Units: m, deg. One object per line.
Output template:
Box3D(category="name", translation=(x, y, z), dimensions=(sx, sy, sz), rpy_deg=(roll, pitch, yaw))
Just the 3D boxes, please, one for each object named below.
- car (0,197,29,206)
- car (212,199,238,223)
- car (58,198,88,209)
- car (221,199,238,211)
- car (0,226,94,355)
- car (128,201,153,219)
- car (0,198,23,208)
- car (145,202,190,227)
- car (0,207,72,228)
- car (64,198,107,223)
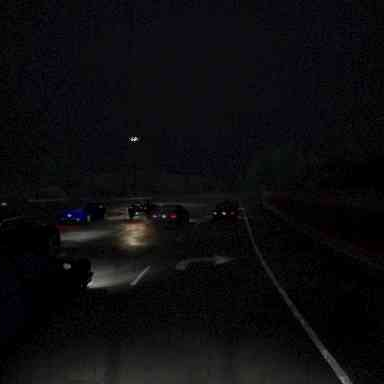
Box3D(category="car", translation=(-20.704, 1.316, 37.834), dimensions=(2.097, 1.767, 4.553), rpy_deg=(0, 0, 8))
Box3D(category="car", translation=(2.573, 1.558, 25.885), dimensions=(2.033, 1.411, 5.357), rpy_deg=(0, 0, 8))
Box3D(category="car", translation=(-16.099, 1.541, 45.222), dimensions=(1.994, 1.385, 4.181), rpy_deg=(0, 0, 8))
Box3D(category="car", translation=(4.884, 1.583, 42.874), dimensions=(1.994, 1.385, 4.181), rpy_deg=(0, 0, 8))
Box3D(category="car", translation=(-3.226, 1.542, 4.994), dimensions=(2.033, 1.411, 5.357), rpy_deg=(0, 0, 3))
Box3D(category="car", translation=(-4.067, 1.489, 28.989), dimensions=(2.128, 1.511, 4.902), rpy_deg=(0, 0, 8))
Box3D(category="car", translation=(-26.372, 1.520, 47.542), dimensions=(1.994, 1.385, 4.181), rpy_deg=(0, 0, 8))
Box3D(category="car", translation=(-1.374, 1.550, 22.881), dimensions=(2.033, 1.411, 5.357), rpy_deg=(0, 0, 8))
Box3D(category="car", translation=(-6.254, 1.481, 11.163), dimensions=(2.128, 1.511, 4.902), rpy_deg=(0, 0, 5))
Box3D(category="car", translation=(-8.090, 1.466, 25.324), dimensions=(1.882, 1.535, 5.008), rpy_deg=(0, 0, 8))
